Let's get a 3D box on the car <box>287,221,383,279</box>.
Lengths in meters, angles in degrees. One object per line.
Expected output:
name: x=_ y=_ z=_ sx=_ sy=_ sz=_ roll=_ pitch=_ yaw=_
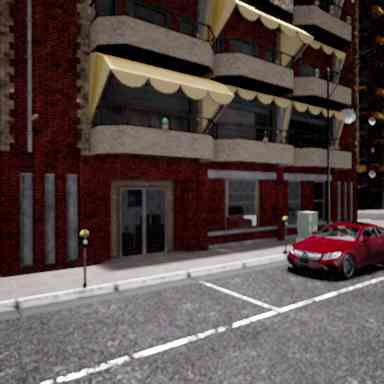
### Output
car: x=4.659 y=1.564 z=9.929 sx=4.206 sy=1.307 sz=1.802 roll=0 pitch=0 yaw=-35
